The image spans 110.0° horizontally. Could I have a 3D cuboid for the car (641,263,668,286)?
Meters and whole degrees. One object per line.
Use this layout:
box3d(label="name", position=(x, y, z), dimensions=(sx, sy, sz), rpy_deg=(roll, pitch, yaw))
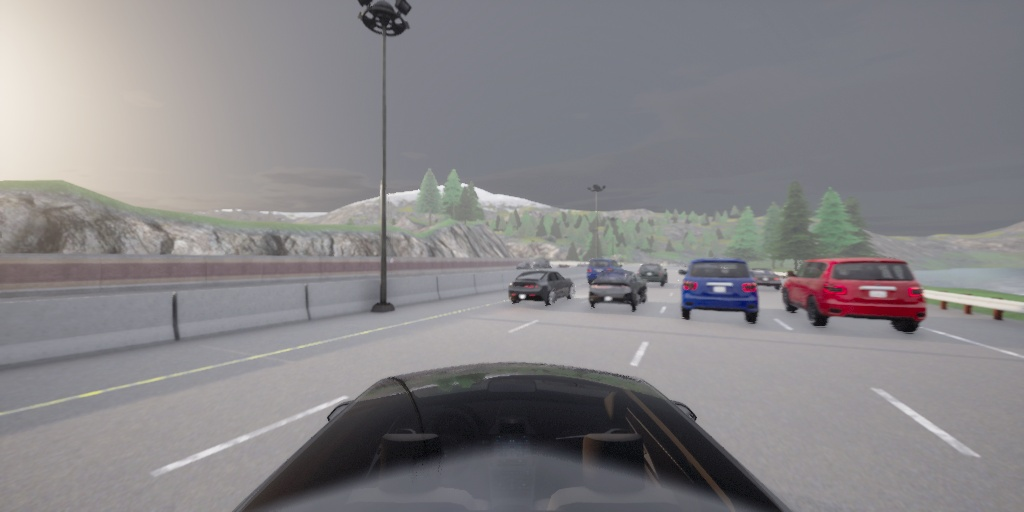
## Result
box3d(label="car", position=(11.265, 1.386, 28.808), dimensions=(2.097, 1.767, 4.553), rpy_deg=(0, -1, 27))

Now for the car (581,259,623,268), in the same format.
box3d(label="car", position=(7.742, 1.273, 29.602), dimensions=(2.150, 2.045, 5.566), rpy_deg=(0, 0, 27))

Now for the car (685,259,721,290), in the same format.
box3d(label="car", position=(14.017, 1.232, 26.499), dimensions=(2.150, 2.045, 5.566), rpy_deg=(0, 0, 27))

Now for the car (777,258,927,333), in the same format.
box3d(label="car", position=(10.508, 1.071, 11.514), dimensions=(2.150, 2.045, 5.566), rpy_deg=(0, 0, 27))

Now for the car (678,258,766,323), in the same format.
box3d(label="car", position=(7.369, 1.092, 13.061), dimensions=(2.150, 2.045, 5.566), rpy_deg=(0, 0, 27))

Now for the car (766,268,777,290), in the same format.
box3d(label="car", position=(17.133, 1.534, 24.902), dimensions=(2.033, 1.411, 5.357), rpy_deg=(0, -1, 27))

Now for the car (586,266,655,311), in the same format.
box3d(label="car", position=(4.649, 1.388, 15.435), dimensions=(2.128, 1.511, 4.902), rpy_deg=(0, -1, 27))

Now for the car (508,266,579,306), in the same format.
box3d(label="car", position=(1.515, 1.423, 16.991), dimensions=(1.837, 1.490, 4.892), rpy_deg=(0, 0, 27))
